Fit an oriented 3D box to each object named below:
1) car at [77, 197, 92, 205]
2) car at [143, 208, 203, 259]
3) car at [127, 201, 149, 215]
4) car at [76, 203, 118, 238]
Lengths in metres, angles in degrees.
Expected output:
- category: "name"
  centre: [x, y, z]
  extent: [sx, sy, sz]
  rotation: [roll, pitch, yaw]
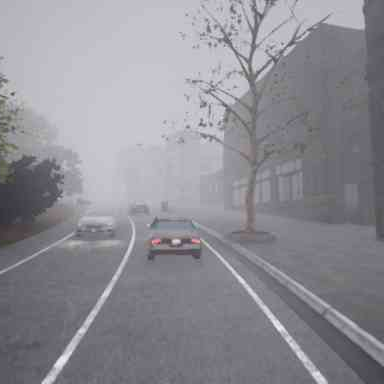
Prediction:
- category: "car"
  centre: [-18.435, 1.525, 56.886]
  extent: [1.812, 1.442, 4.674]
  rotation: [3, -1, -28]
- category: "car"
  centre: [-0.761, 1.580, 12.777]
  extent: [2.033, 1.411, 5.357]
  rotation: [0, 0, -6]
- category: "car"
  centre: [-5.801, 1.652, 35.986]
  extent: [1.812, 1.442, 4.674]
  rotation: [2, -1, -17]
- category: "car"
  centre: [-5.012, 1.537, 18.039]
  extent: [1.812, 1.442, 4.674]
  rotation: [1, 0, -9]
